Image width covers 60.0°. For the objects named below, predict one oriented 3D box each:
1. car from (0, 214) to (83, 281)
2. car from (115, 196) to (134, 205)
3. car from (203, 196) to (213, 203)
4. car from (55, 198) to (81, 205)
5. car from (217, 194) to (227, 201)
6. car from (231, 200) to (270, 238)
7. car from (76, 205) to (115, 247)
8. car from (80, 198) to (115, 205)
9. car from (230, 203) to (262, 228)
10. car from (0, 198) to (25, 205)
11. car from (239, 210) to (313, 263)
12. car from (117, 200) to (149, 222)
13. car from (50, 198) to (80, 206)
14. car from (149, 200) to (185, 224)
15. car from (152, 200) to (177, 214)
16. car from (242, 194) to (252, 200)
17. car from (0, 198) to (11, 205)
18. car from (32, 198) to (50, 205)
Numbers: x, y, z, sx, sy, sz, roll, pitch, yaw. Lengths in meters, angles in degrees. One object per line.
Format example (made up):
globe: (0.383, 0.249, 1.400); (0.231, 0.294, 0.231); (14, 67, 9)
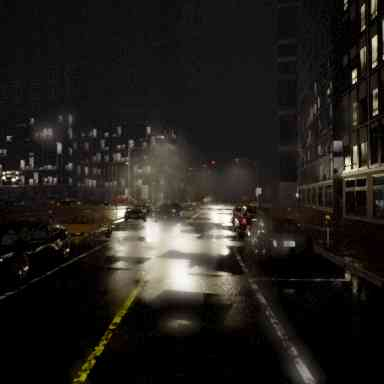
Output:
car: (-5.121, 1.574, 9.985); (1.947, 1.339, 4.313); (1, 0, 2)
car: (-13.181, 1.574, 61.468); (5.009, 1.841, 2.192); (0, -1, 15)
car: (3.567, 1.674, 73.822); (1.752, 1.417, 4.829); (1, 0, 14)
car: (-23.971, 1.882, 64.423); (4.403, 1.369, 2.008); (0, -1, 15)
car: (8.124, 1.529, 89.912); (2.192, 1.841, 5.009); (1, 0, 16)
car: (3.267, 1.448, 17.598); (1.967, 1.590, 4.097); (1, 0, 4)
car: (-4.892, 1.540, 15.308); (1.752, 1.417, 4.829); (1, 0, 3)
car: (-15.257, 1.674, 53.864); (4.313, 1.339, 1.947); (0, -1, 15)
car: (3.655, 1.556, 23.227); (1.887, 1.381, 4.507); (1, 0, 5)
car: (-31.436, 1.766, 58.300); (4.403, 1.369, 2.008); (0, -1, 15)
car: (2.976, 1.570, 11.918); (1.947, 1.339, 4.313); (1, 0, 2)
car: (-4.126, 1.578, 26.408); (2.008, 1.369, 4.403); (1, 0, 5)
car: (-20.650, 1.695, 55.342); (4.403, 1.369, 2.008); (0, -1, 15)
car: (-1.654, 1.528, 25.301); (1.837, 1.490, 4.892); (0, -1, 5)
car: (-3.000, 1.594, 37.165); (2.008, 1.369, 4.403); (1, 0, 7)
car: (12.567, 1.439, 76.065); (2.192, 1.841, 5.009); (1, 0, 15)
car: (-40.157, 1.989, 68.861); (4.403, 1.369, 2.008); (0, -1, 15)
car: (-29.530, 1.893, 65.947); (4.829, 1.417, 1.752); (0, -1, 15)
